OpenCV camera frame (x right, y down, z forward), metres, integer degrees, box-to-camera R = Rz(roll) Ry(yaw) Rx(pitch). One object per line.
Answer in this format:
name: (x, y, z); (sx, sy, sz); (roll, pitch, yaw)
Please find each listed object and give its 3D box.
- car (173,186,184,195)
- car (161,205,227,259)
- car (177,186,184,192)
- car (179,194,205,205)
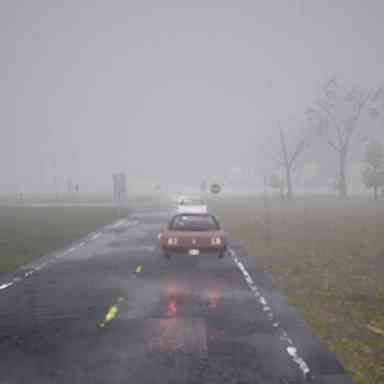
car: (-3.009, -0.095, 72.920); (1.837, 1.490, 4.892); (0, 1, 0)
car: (0.058, 1.350, 11.502); (1.895, 1.301, 4.718); (0, 1, 0)
car: (-3.064, -0.844, 88.302); (1.882, 1.535, 5.008); (0, 1, 0)
car: (-0.014, 1.088, 23.588); (1.895, 1.301, 4.718); (0, 1, -1)
